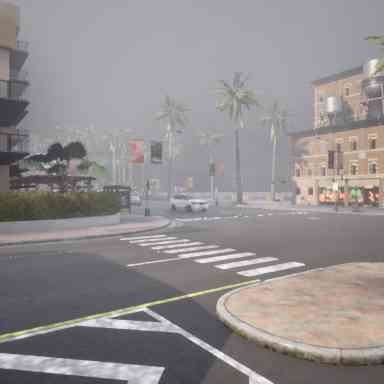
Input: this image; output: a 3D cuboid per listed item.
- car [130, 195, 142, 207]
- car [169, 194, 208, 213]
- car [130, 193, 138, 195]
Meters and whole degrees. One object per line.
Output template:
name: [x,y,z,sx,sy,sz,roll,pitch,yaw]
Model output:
car: [-9.588,1.546,50.772,2.033,1.411,5.357,0,0,-35]
car: [-0.469,1.222,37.769,2.150,2.045,5.566,0,0,-35]
car: [-12.685,1.221,67.362,2.150,2.045,5.566,0,0,-38]
